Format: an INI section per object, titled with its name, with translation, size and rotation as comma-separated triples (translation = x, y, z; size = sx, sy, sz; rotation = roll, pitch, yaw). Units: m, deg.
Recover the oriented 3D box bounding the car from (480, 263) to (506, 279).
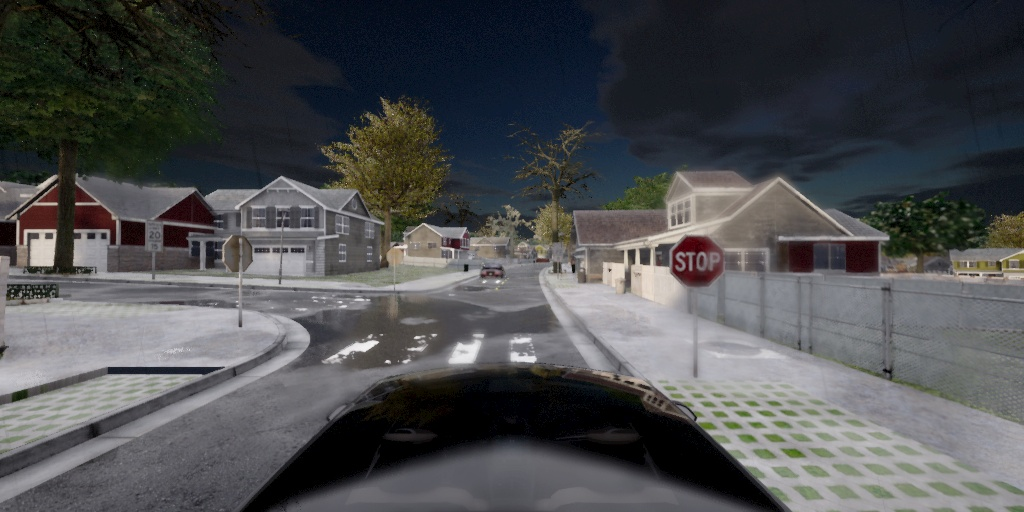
[car]
translation = -1.677, 1.349, 32.383
size = 1.994, 1.385, 4.181
rotation = 0, 0, 4
